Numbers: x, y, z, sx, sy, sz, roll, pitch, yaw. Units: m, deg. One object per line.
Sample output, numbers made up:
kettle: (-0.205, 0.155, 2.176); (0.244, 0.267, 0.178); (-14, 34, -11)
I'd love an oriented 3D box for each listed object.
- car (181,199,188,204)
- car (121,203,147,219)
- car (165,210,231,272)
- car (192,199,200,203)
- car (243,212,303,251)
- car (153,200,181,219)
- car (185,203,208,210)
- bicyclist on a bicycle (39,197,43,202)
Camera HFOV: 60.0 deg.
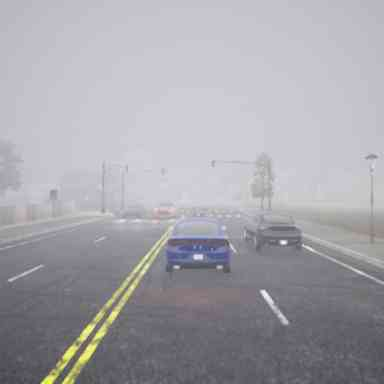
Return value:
car: (-2.138, 2.640, 88.655); (1.812, 1.442, 4.674); (0, -1, 5)
car: (-5.846, 1.907, 34.042); (1.837, 1.490, 4.892); (0, -1, 2)
car: (0.196, 1.605, 11.334); (1.882, 1.535, 5.008); (0, -1, 1)
car: (1.095, 2.632, 88.328); (2.128, 1.511, 4.902); (0, -1, 5)
car: (3.508, 1.675, 15.028); (1.837, 1.490, 4.892); (0, 0, 1)
car: (-2.612, 1.738, 33.604); (2.097, 1.767, 4.553); (0, -1, 2)
car: (0.554, 1.862, 27.662); (2.033, 1.411, 5.357); (0, -1, 2)
bicyclist on a bicycle: (-23.617, 1.591, 51.734); (0.582, 1.620, 1.656); (1, -1, 16)
